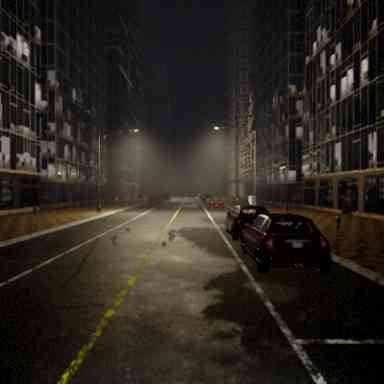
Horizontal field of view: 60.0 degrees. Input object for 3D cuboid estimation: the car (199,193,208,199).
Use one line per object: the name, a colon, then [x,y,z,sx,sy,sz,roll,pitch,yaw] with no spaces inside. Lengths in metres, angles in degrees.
car: [2.707,0.979,78.726,1.947,1.339,4.313,0,0,0]

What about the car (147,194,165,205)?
car: [-5.679,1.188,50.274,1.887,1.381,4.507,0,0,0]

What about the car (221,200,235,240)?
car: [2.695,1.331,16.111,1.967,1.590,4.097,0,0,0]

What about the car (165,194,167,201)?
car: [-5.678,1.180,55.968,1.802,1.307,4.206,0,0,0]

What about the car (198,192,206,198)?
car: [2.709,0.756,90.110,1.967,1.590,4.097,0,1,0]

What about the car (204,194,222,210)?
car: [2.699,1.275,38.882,1.887,1.381,4.507,0,0,0]

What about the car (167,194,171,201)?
car: [-5.676,1.051,67.352,1.887,1.381,4.507,0,0,0]

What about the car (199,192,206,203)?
car: [2.702,1.164,55.958,1.947,1.339,4.313,0,0,0]

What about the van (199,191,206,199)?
van: [2.709,0.706,84.418,1.690,1.788,3.998,0,0,0]

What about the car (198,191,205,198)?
car: [2.705,1.072,67.342,1.947,1.339,4.313,0,0,0]

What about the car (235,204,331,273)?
car: [2.694,1.370,10.420,1.967,1.590,4.097,0,0,0]

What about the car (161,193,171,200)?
car: [-5.675,1.026,73.044,1.947,1.339,4.313,0,0,0]
